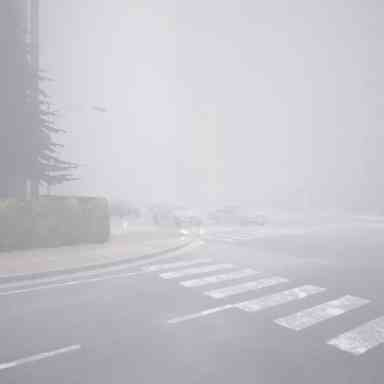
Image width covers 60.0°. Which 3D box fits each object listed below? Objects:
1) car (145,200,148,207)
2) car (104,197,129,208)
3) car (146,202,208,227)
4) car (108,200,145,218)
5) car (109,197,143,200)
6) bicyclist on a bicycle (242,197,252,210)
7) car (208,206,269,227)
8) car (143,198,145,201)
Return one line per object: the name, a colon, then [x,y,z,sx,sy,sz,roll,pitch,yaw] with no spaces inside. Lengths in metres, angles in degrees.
car: [-2.194,1.667,30.894,1.895,1.301,4.718,0,0,-35]
car: [-11.460,1.546,50.092,1.882,1.535,5.008,0,0,-35]
car: [-1.186,1.589,23.462,1.812,1.442,4.674,0,0,-35]
car: [-6.475,1.664,30.873,1.895,1.301,4.718,0,0,-35]
car: [-8.194,1.613,39.340,2.033,1.411,5.357,0,0,-35]
bicyclist on a bicycle: [6.511,1.374,39.324,1.656,1.620,0.582,0,0,-35]
car: [3.130,1.667,23.437,1.895,1.301,4.718,0,0,-36]
car: [-8.739,1.548,52.305,1.882,1.535,5.008,0,0,-35]
